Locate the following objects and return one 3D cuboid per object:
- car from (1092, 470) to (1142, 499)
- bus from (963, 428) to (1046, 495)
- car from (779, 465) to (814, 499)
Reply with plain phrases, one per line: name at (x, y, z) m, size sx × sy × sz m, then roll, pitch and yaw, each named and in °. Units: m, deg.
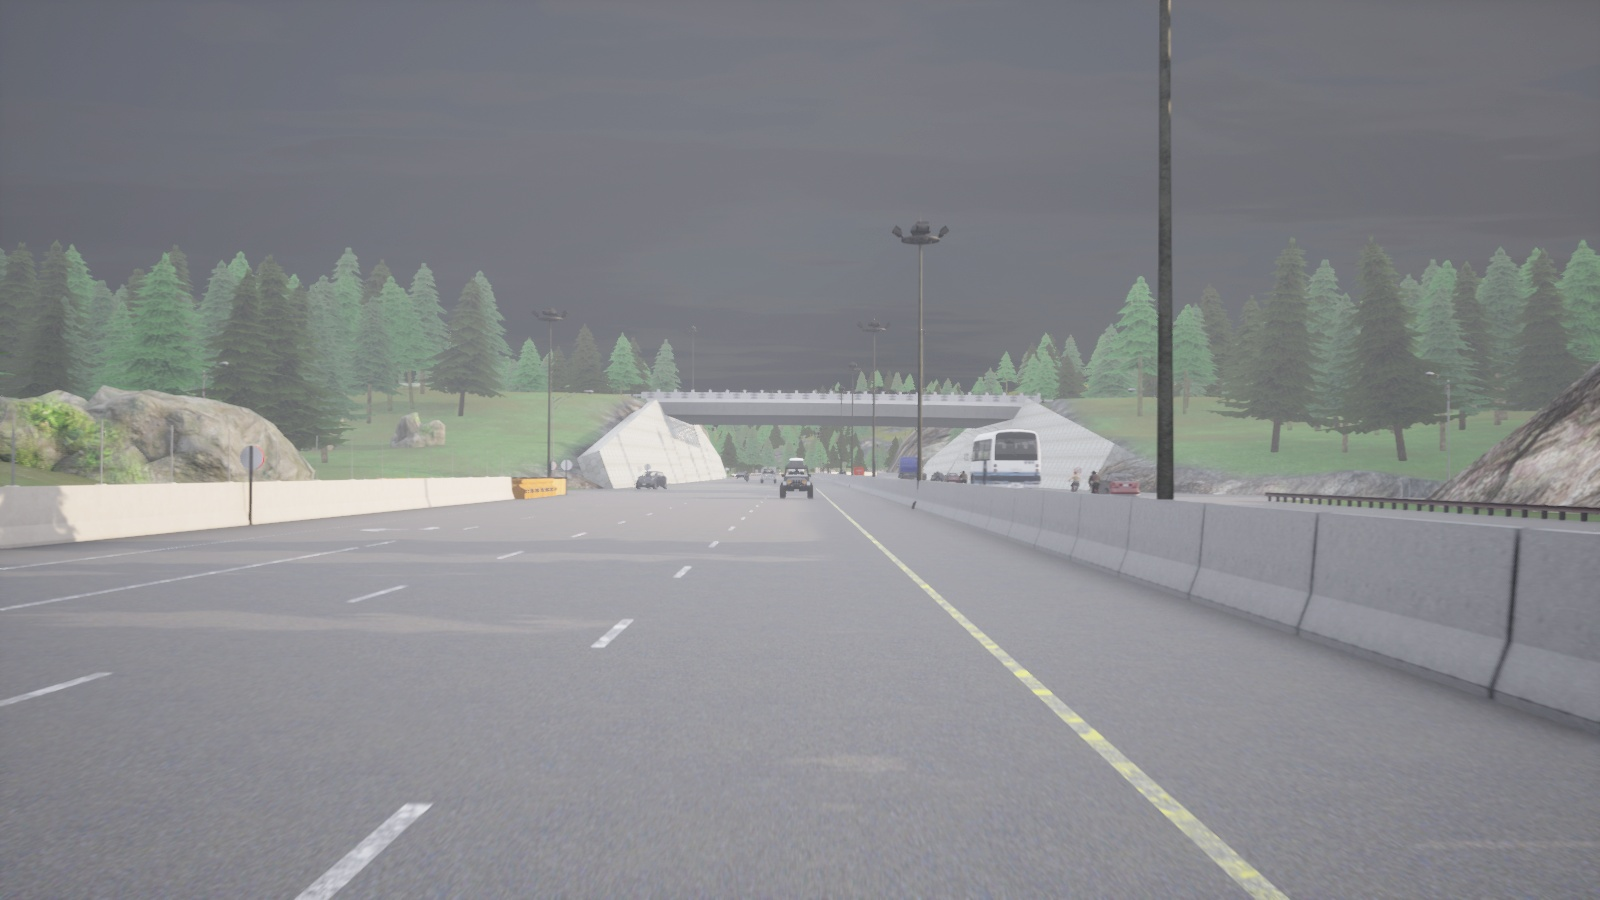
car at (17.333, 1.872, 68.740) m, size 1.789 × 1.549 × 3.705 m, roll 0°, pitch -1°, yaw 0°
bus at (13.787, 0.816, 85.755) m, size 3.944 × 4.253 × 10.273 m, roll 0°, pitch -1°, yaw 0°
car at (-0.172, 1.790, 70.585) m, size 1.905 × 1.878 × 3.866 m, roll 0°, pitch -1°, yaw 0°
